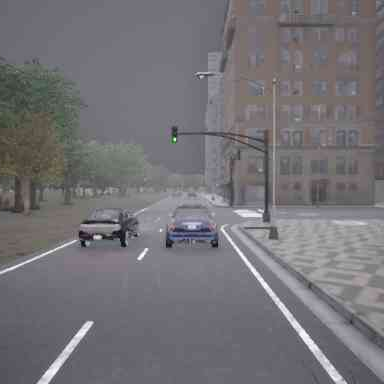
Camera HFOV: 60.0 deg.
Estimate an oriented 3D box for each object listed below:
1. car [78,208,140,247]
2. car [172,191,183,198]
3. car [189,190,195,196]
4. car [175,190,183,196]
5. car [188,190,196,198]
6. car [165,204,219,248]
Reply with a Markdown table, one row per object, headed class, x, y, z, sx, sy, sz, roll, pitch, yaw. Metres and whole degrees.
| class | x | y | z | sx | sy | sz | roll | pitch | yaw |
| --- | --- | --- | --- | --- | --- | --- | --- | --- | --- |
| car | -3.500 | 1.452 | 14.755 | 2.128 | 1.511 | 4.902 | 0 | 0 | 0 |
| car | -3.499 | 0.548 | 75.478 | 2.033 | 1.411 | 5.357 | 0 | 1 | 0 |
| car | 0.001 | 0.209 | 89.224 | 1.812 | 1.442 | 4.674 | 0 | 1 | 0 |
| car | -3.499 | 0.280 | 89.257 | 1.895 | 1.301 | 4.718 | 0 | 1 | 0 |
| car | 0.002 | 0.518 | 75.895 | 1.837 | 1.490 | 4.892 | 0 | 1 | 0 |
| car | 0.000 | 1.323 | 14.724 | 2.097 | 1.767 | 4.553 | 0 | 0 | 0 |
